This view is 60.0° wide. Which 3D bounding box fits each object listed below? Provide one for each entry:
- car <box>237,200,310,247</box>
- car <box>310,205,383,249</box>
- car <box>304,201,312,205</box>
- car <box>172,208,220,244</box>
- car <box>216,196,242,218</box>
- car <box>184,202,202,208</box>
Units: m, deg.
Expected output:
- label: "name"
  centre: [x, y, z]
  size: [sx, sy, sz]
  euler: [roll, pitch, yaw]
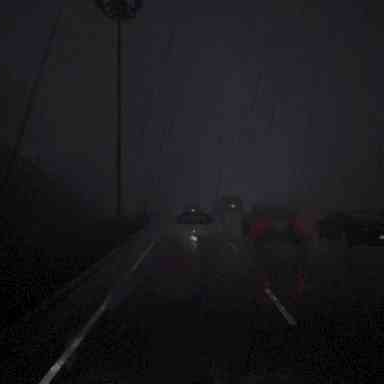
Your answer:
- label: "car"
  centre: [3.593, 1.418, 15.600]
  size: [2.097, 1.767, 4.553]
  euler: [0, 0, 0]
- label: "car"
  centre: [7.093, 1.540, 14.850]
  size: [1.882, 1.535, 5.008]
  euler: [0, 0, 0]
- label: "car"
  centre: [10.606, 1.642, 32.887]
  size: [1.837, 1.490, 4.892]
  euler: [0, 0, 0]
- label: "car"
  centre: [0.095, 1.668, 16.116]
  size: [1.895, 1.301, 4.718]
  euler: [0, 0, 0]
- label: "car"
  centre: [3.602, 1.354, 31.816]
  size: [2.150, 2.045, 5.566]
  euler: [0, 0, 0]
- label: "car"
  centre: [0.109, 1.703, 33.383]
  size: [1.994, 1.385, 4.181]
  euler: [0, 0, 0]
